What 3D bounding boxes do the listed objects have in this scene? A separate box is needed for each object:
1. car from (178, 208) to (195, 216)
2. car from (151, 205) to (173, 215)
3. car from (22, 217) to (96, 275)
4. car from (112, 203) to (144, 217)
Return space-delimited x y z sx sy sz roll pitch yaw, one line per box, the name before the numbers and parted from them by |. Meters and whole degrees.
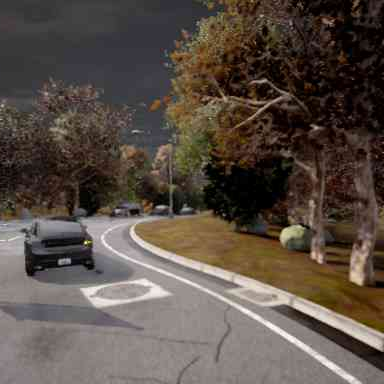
car | -0.861 3.424 57.073 1.812 1.442 4.674 -1 -5 18
car | -4.169 2.578 46.839 1.812 1.442 4.674 -1 -4 18
car | -4.413 1.571 10.867 1.837 1.490 4.892 -1 0 -26
car | -7.179 1.994 37.527 2.128 1.511 4.902 -1 -3 18
